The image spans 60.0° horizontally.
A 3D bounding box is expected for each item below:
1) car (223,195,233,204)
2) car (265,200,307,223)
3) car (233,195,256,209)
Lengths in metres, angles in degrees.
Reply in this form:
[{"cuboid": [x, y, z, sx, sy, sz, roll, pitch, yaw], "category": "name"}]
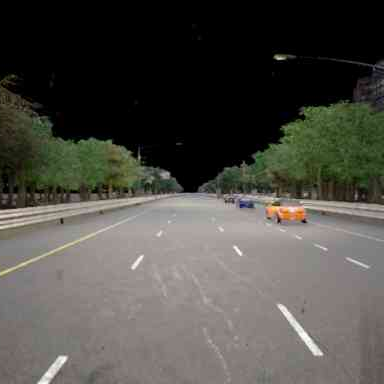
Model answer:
[{"cuboid": [7.067, 1.509, 63.822, 1.837, 1.490, 4.892, 0, 0, 0], "category": "car"}, {"cuboid": [7.022, 1.354, 25.296, 2.097, 1.767, 4.553, 0, 0, 0], "category": "car"}, {"cuboid": [7.045, 1.495, 44.587, 1.882, 1.535, 5.008, 0, 0, 0], "category": "car"}]
